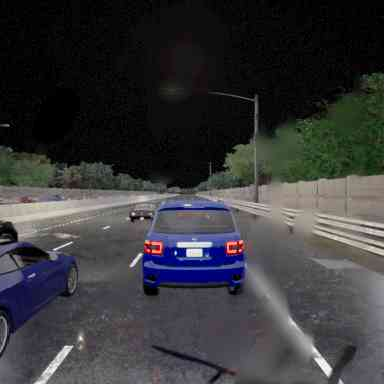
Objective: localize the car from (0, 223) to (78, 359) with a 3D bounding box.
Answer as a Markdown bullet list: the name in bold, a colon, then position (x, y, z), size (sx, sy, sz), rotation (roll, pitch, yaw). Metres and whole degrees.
- **car**: position (-3.460, 1.528, 5.638), size (1.812, 1.442, 4.674), rotation (0, 0, -1)

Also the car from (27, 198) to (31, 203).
- **car**: position (-25.007, 1.434, 47.657), size (2.097, 1.767, 4.553), rotation (0, 0, 0)

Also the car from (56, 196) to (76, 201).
- **car**: position (-18.019, 1.651, 49.360), size (1.994, 1.385, 4.181), rotation (0, 0, 0)

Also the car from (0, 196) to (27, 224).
- **car**: position (-6.978, 1.226, 8.962), size (2.150, 2.045, 5.566), rotation (0, 0, -1)

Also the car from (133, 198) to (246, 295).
- **car**: position (0.022, 1.226, 8.873), size (2.150, 2.045, 5.566), rotation (0, 0, -1)

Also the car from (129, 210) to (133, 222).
- **car**: position (-3.632, 1.626, 26.187), size (1.895, 1.301, 4.718), rotation (0, 0, -1)

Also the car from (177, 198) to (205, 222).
- **car**: position (-0.139, 1.380, 27.490), size (2.097, 1.767, 4.553), rotation (0, 0, -1)

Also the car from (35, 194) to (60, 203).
- **car**: position (-21.525, 1.309, 50.073), size (2.150, 2.045, 5.566), rotation (0, 0, 0)
